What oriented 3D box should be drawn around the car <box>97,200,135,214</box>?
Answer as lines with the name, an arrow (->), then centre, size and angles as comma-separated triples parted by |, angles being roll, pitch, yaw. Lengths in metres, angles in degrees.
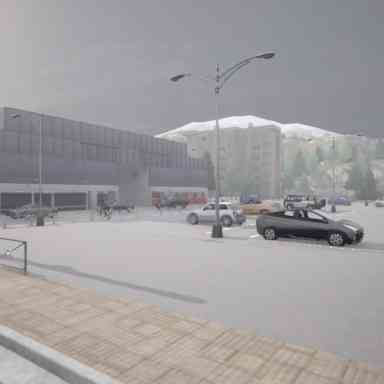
car -> -8.805, 1.668, 38.616 | 2.128, 1.511, 4.902 | 0, 0, 35

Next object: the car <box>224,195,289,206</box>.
car -> 4.971, 1.345, 27.337 | 5.027, 1.636, 2.152 | 0, 0, 35

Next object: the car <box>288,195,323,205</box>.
car -> 12.380, 1.268, 37.767 | 3.866, 1.878, 1.905 | 0, 0, 35

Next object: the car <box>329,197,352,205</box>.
car -> 24.601, 1.565, 55.445 | 3.633, 1.501, 1.845 | 0, 0, 35

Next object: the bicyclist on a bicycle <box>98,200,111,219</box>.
bicyclist on a bicycle -> -7.316, 1.477, 27.796 | 1.656, 1.620, 0.582 | 0, 0, 35

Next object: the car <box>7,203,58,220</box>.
car -> -14.562, 1.740, 30.518 | 1.994, 1.385, 4.181 | 0, 0, 35

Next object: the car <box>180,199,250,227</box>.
car -> 1.518, 1.424, 21.918 | 3.806, 1.475, 1.970 | 0, 0, 35

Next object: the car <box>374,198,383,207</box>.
car -> 28.925, 1.576, 48.718 | 3.806, 1.475, 1.970 | 0, 0, 35

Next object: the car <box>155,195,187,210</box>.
car -> -2.776, 1.398, 47.067 | 2.150, 2.045, 5.566 | 0, 0, 36

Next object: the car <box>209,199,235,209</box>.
car -> 4.647, 1.777, 51.173 | 1.895, 1.301, 4.718 | 0, 0, 35

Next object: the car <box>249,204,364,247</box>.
car -> 5.143, 1.490, 14.850 | 4.514, 1.523, 2.007 | 0, 0, 35

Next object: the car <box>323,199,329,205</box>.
car -> 13.727, 1.289, 40.375 | 4.605, 1.855, 1.932 | 0, 0, 35
